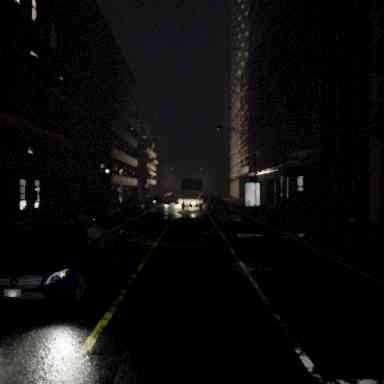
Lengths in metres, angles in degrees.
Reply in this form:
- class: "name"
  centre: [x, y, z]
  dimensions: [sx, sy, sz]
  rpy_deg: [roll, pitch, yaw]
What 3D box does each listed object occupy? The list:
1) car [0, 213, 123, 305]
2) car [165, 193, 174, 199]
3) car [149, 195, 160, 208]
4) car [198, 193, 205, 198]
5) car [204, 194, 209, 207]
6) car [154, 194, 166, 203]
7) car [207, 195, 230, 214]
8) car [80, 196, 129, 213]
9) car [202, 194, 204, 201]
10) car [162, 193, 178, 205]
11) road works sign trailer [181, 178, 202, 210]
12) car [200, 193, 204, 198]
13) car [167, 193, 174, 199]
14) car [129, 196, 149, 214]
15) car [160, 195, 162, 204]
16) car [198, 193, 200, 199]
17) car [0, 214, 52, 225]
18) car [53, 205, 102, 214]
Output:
- class: "car"
  centre: [-3.100, 1.472, 8.086]
  dimensions: [1.812, 1.442, 4.674]
  rpy_deg: [0, 0, 0]
- class: "car"
  centre: [-5.697, 0.938, 82.962]
  dimensions: [1.967, 1.590, 4.097]
  rpy_deg: [0, 0, 0]
- class: "car"
  centre: [-5.694, 1.276, 43.423]
  dimensions: [2.008, 1.369, 4.403]
  rpy_deg: [0, 0, 0]
- class: "car"
  centre: [2.682, 0.987, 94.260]
  dimensions: [2.008, 1.369, 4.403]
  rpy_deg: [0, 0, 0]
- class: "car"
  centre: [2.687, 1.200, 37.774]
  dimensions: [1.967, 1.590, 4.097]
  rpy_deg: [0, 0, 0]
- class: "car"
  centre: [-5.695, 1.151, 60.199]
  dimensions: [1.752, 1.417, 4.829]
  rpy_deg: [0, 0, 0]
- class: "car"
  centre: [2.688, 1.319, 32.297]
  dimensions: [1.752, 1.417, 4.829]
  rpy_deg: [0, 0, 0]
- class: "car"
  centre: [-5.693, 1.181, 20.828]
  dimensions: [2.192, 1.841, 5.009]
  rpy_deg: [0, 0, 0]
- class: "car"
  centre: [2.686, 1.276, 43.424]
  dimensions: [2.008, 1.369, 4.403]
  rpy_deg: [0, 0, 0]
- class: "car"
  centre: [-3.081, 1.205, 50.959]
  dimensions: [1.812, 1.442, 4.674]
  rpy_deg: [0, 0, 0]
- class: "road works sign trailer"
  centre: [-0.002, 0.223, 37.927]
  dimensions: [2.380, 3.560, 2.880]
  rpy_deg: [0, 0, 0]
- class: "car"
  centre: [2.686, 1.223, 54.721]
  dimensions: [1.947, 1.339, 4.313]
  rpy_deg: [0, 0, 0]
- class: "car"
  centre: [-5.697, 1.048, 88.611]
  dimensions: [1.802, 1.307, 4.206]
  rpy_deg: [0, 0, 0]
- class: "car"
  centre: [-5.693, 1.235, 32.126]
  dimensions: [1.967, 1.590, 4.097]
  rpy_deg: [0, 0, 0]
- class: "car"
  centre: [-5.695, 1.223, 54.720]
  dimensions: [1.947, 1.339, 4.313]
  rpy_deg: [0, 0, 0]
- class: "car"
  centre: [2.684, 1.042, 82.963]
  dimensions: [1.887, 1.381, 4.507]
  rpy_deg: [0, 0, 0]
- class: "car"
  centre: [-5.691, 1.519, 9.533]
  dimensions: [1.802, 1.307, 4.206]
  rpy_deg: [0, 0, 0]
- class: "car"
  centre: [-5.691, 1.483, 15.181]
  dimensions: [1.802, 1.307, 4.206]
  rpy_deg: [0, 0, 0]
